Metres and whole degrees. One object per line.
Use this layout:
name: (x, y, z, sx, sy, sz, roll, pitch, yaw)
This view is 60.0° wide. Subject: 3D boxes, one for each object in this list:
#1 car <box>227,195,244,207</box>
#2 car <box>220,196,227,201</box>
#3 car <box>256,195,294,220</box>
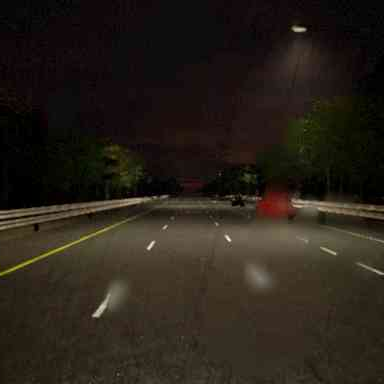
car: (7.046, 1.624, 52.367, 1.837, 1.490, 4.892, 0, 0, 0)
car: (9.067, 1.723, 92.995, 1.895, 1.301, 4.718, 0, 0, 15)
car: (7.022, 1.265, 28.542, 2.150, 2.045, 5.566, 0, 0, 0)
